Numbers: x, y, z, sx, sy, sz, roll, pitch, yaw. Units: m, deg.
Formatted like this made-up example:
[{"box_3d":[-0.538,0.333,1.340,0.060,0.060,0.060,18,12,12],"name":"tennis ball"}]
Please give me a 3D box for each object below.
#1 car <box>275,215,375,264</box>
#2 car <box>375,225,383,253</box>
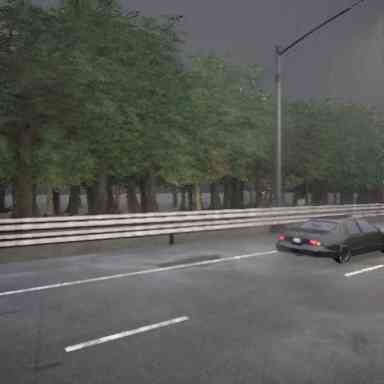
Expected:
[{"box_3d":[5.318,1.553,11.841,5.357,1.411,2.033,0,0,-36],"name":"car"},{"box_3d":[7.381,1.553,9.013,5.357,1.411,2.033,0,0,-36],"name":"car"}]
